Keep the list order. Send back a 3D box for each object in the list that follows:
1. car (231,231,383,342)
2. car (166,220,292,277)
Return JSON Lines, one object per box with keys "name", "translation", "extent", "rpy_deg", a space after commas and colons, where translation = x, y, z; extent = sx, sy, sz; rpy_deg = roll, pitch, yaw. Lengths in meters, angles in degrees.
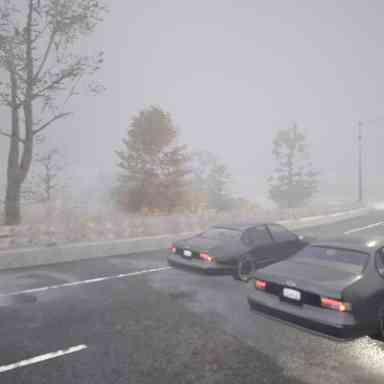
{"name": "car", "translation": [3.400, 1.547, 6.525], "extent": [5.357, 1.411, 2.033], "rpy_deg": [0, 0, -40]}
{"name": "car", "translation": [1.823, 1.559, 9.829], "extent": [5.357, 1.411, 2.033], "rpy_deg": [0, 0, -40]}
